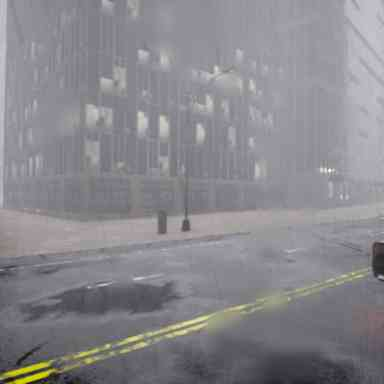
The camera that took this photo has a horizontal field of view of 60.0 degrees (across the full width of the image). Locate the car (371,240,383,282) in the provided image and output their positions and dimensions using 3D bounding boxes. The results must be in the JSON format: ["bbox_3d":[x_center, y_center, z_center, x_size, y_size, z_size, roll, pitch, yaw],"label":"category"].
[{"bbox_3d":[6.448,1.452,8.436,5.008,1.535,1.882,0,0,-38],"label":"car"}]
